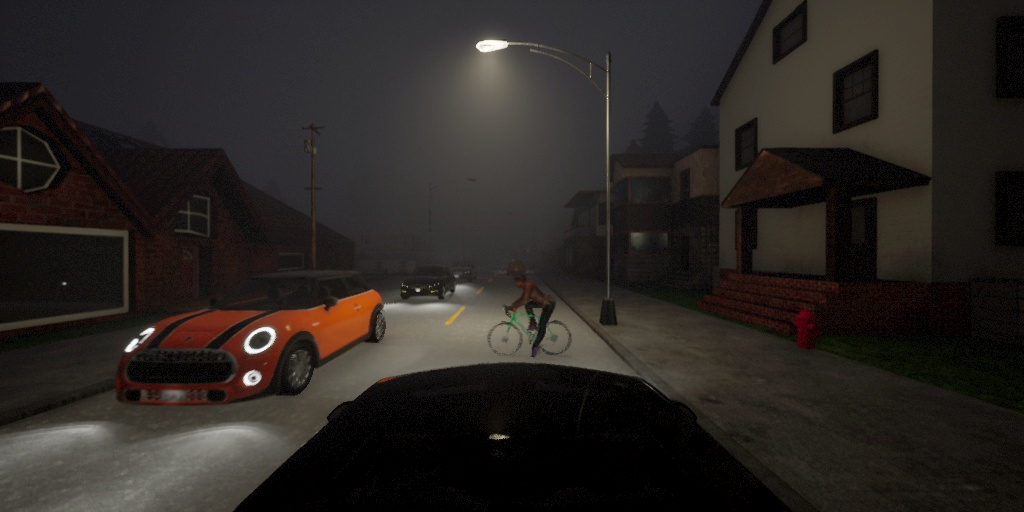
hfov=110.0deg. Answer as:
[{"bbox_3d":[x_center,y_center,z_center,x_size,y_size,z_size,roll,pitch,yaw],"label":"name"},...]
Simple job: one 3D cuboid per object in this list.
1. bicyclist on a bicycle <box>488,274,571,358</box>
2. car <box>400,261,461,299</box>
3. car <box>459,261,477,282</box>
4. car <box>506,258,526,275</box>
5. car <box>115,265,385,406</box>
[{"bbox_3d":[0.334,1.168,7.052,1.656,1.620,0.582,-2,0,0],"label":"bicyclist on a bicycle"},{"bbox_3d":[-3.948,1.198,17.554,1.837,1.490,4.892,0,0,1],"label":"car"},{"bbox_3d":[-3.828,1.149,27.736,2.128,1.511,4.902,0,0,1],"label":"car"},{"bbox_3d":[0.424,1.106,36.320,1.882,1.535,5.008,0,0,1],"label":"car"},{"bbox_3d":[-4.057,1.083,6.558,2.097,1.767,4.553,0,0,1],"label":"car"}]
